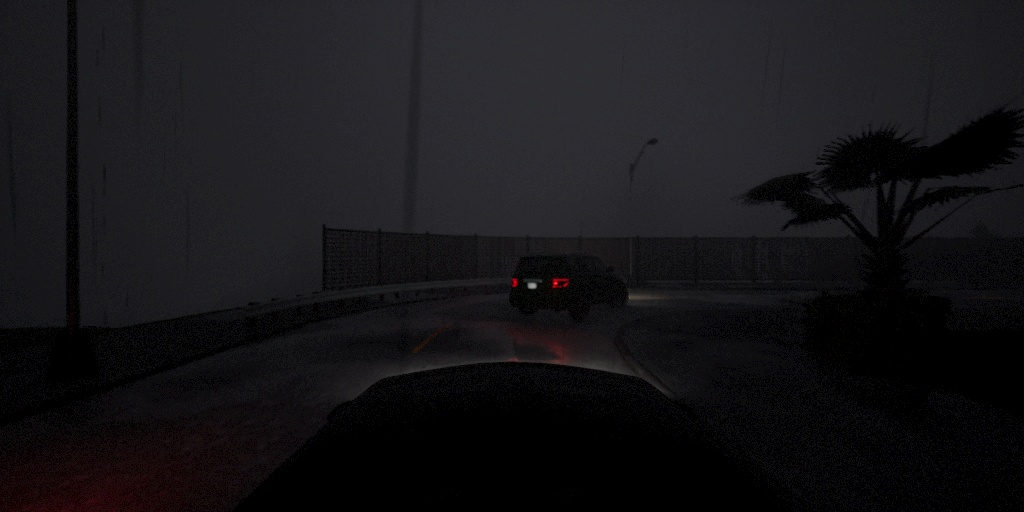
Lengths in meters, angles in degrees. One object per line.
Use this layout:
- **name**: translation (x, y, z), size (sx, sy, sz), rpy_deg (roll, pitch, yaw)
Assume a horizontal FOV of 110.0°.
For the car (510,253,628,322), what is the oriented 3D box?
- **car**: translation (2.162, 0.953, 12.645), size (2.150, 2.045, 5.566), rpy_deg (-2, -1, 36)
